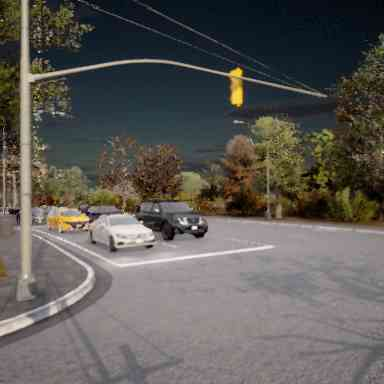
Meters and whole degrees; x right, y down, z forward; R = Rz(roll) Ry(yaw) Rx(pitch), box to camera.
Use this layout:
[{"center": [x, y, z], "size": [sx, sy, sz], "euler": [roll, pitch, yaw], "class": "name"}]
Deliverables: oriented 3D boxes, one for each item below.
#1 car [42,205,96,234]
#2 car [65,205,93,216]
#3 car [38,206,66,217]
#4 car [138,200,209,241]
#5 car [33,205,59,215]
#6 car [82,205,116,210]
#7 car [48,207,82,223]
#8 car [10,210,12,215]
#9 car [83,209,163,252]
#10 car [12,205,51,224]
[{"center": [-8.576, 1.909, 22.897], "size": [1.882, 1.535, 5.008], "euler": [0, -1, -36], "class": "car"}, {"center": [-16.351, 2.657, 48.012], "size": [4.892, 1.490, 1.837], "euler": [-2, -2, 44], "class": "car"}, {"center": [-19.472, 2.712, 46.128], "size": [4.674, 1.442, 1.812], "euler": [-3, -2, 44], "class": "car"}, {"center": [-1.318, 1.453, 18.598], "size": [2.150, 2.045, 5.566], "euler": [0, -1, -32], "class": "car"}, {"center": [-24.080, 2.975, 54.854], "size": [4.892, 1.490, 1.837], "euler": [-2, -1, 40], "class": "car"}, {"center": [-6.857, 1.824, 26.405], "size": [2.097, 1.767, 4.553], "euler": [0, -2, -37], "class": "car"}, {"center": [-13.175, 2.311, 34.288], "size": [1.812, 1.442, 4.674], "euler": [0, -2, -41], "class": "car"}, {"center": [-27.202, 3.000, 52.902], "size": [4.902, 1.511, 2.128], "euler": [-2, -1, 39], "class": "car"}, {"center": [-3.319, 1.732, 15.170], "size": [1.812, 1.442, 4.674], "euler": [0, -1, -32], "class": "car"}, {"center": [-14.842, 2.250, 30.883], "size": [1.837, 1.490, 4.892], "euler": [0, -2, -41], "class": "car"}]
